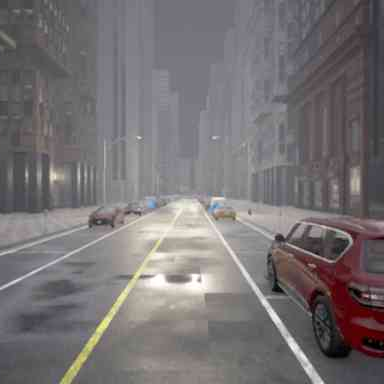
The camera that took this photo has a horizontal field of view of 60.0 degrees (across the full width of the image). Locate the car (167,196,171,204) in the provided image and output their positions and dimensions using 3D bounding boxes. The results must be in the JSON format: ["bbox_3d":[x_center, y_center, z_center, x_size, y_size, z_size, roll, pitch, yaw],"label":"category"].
[{"bbox_3d":[-5.778,1.581,62.348,2.192,1.841,5.009,0,0,0],"label":"car"}]

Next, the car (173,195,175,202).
[{"bbox_3d":[-5.781,1.782,79.258,1.967,1.590,4.097,0,0,0],"label":"car"}]

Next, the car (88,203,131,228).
[{"bbox_3d":[-5.769,1.636,22.891,1.887,1.381,4.507,0,0,0],"label":"car"}]

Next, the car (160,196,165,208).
[{"bbox_3d":[-5.775,1.782,51.074,1.947,1.339,4.313,0,0,0],"label":"car"}]

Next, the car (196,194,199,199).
[{"bbox_3d":[2.743,1.658,79.270,2.192,1.841,5.009,0,0,0],"label":"car"}]

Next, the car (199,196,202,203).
[{"bbox_3d":[2.749,1.793,56.723,2.008,1.369,4.403,0,0,0],"label":"car"}]

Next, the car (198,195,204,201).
[{"bbox_3d":[2.746,1.733,67.996,1.967,1.590,4.097,0,0,0],"label":"car"}]

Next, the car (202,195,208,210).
[{"bbox_3d":[2.751,1.632,45.451,1.967,1.590,4.097,0,0,0],"label":"car"}]

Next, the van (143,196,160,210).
[{"bbox_3d":[-5.775,1.532,45.438,1.690,1.788,3.998,0,0,0],"label":"van"}]

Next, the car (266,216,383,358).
[{"bbox_3d":[2.759,1.339,5.998,2.192,1.841,5.009,0,0,0],"label":"car"}]

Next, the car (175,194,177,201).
[{"bbox_3d":[-5.784,1.833,90.532,1.967,1.590,4.097,0,0,0],"label":"car"}]

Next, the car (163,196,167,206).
[{"bbox_3d":[-5.776,1.807,56.711,1.947,1.339,4.313,0,0,0],"label":"car"}]

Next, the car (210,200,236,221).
[{"bbox_3d":[2.754,1.643,28.712,1.752,1.417,4.829,0,0,0],"label":"car"}]

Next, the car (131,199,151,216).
[{"bbox_3d":[-5.772,1.707,34.164,1.947,1.339,4.313,0,0,0],"label":"car"}]

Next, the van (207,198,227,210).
[{"bbox_3d":[2.753,1.483,34.179,1.690,1.788,3.998,0,0,0],"label":"van"}]
